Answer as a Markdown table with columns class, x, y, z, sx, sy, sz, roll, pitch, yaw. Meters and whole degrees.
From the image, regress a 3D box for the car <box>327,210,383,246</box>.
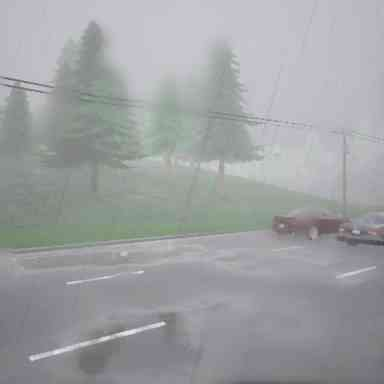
| class | x | y | z | sx | sy | sz | roll | pitch | yaw |
| --- | --- | --- | --- | --- | --- | --- | --- | --- | --- |
| car | 8.269 | 1.560 | 14.066 | 5.357 | 1.411 | 2.033 | 0 | 0 | -35 |

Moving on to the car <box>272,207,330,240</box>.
| class | x | y | z | sx | sy | sz | roll | pitch | yaw |
| --- | --- | --- | --- | --- | --- | --- | --- | --- | --- |
| car | 6.236 | 1.482 | 16.916 | 5.008 | 1.535 | 1.882 | 0 | 0 | -35 |
